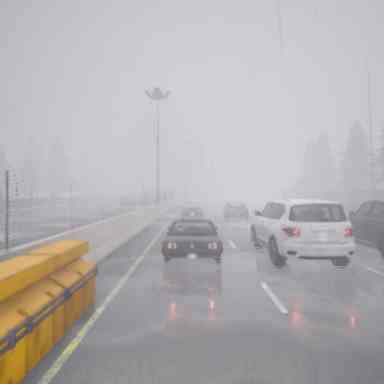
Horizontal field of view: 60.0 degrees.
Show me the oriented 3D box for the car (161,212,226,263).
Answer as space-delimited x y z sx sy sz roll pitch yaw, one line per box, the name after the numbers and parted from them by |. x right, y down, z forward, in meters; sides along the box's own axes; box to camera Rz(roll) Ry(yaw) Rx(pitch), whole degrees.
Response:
0.029 1.620 12.070 1.895 1.301 4.718 0 0 0 | car

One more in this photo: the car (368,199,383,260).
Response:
7.024 1.242 11.578 2.150 2.045 5.566 0 0 0 | car

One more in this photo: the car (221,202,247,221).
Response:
3.538 1.536 27.684 2.128 1.511 4.902 0 0 0 | car

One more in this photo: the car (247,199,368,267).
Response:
3.524 1.242 11.568 2.150 2.045 5.566 0 0 0 | car

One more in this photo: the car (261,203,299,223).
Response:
7.033 1.644 27.071 1.895 1.301 4.718 0 0 0 | car

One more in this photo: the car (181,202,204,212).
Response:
0.043 1.570 28.353 1.812 1.442 4.674 0 0 0 | car
